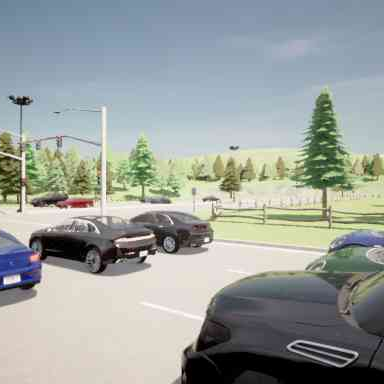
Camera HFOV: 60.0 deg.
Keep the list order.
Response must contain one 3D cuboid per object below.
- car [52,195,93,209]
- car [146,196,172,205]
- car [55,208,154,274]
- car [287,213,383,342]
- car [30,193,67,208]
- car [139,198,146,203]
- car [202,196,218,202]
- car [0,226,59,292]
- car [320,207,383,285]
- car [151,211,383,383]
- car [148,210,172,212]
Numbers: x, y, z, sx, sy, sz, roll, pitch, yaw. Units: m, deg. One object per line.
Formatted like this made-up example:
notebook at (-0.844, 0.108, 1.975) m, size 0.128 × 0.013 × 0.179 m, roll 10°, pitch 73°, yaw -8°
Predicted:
car at (-15.548, 1.478, 44.350) m, size 1.882 × 1.535 × 5.008 m, roll 0°, pitch 0°, yaw 35°
car at (-5.479, 1.564, 58.820) m, size 1.994 × 1.385 × 4.181 m, roll 0°, pitch 0°, yaw 35°
car at (-3.305, 1.492, 10.628) m, size 4.902 × 1.511 × 2.128 m, roll 0°, pitch 0°, yaw 36°
car at (4.126, 1.352, 5.348) m, size 4.553 × 1.767 × 2.097 m, roll 0°, pitch 0°, yaw 36°
car at (-20.819, 1.221, 49.027) m, size 2.150 × 2.045 × 5.566 m, roll 0°, pitch 0°, yaw 35°
car at (-8.260, 1.548, 66.989) m, size 2.033 × 1.411 × 5.357 m, roll 0°, pitch 0°, yaw 36°
car at (3.881, 1.503, 72.041) m, size 1.994 × 1.385 × 4.181 m, roll 0°, pitch 0°, yaw 36°
car at (-5.347, 1.526, 7.788) m, size 4.674 × 1.442 × 1.812 m, roll 0°, pitch 0°, yaw 36°
car at (5.874, 1.352, 8.400) m, size 4.553 × 1.767 × 2.097 m, roll 0°, pitch 0°, yaw 35°
car at (2.556, 1.221, 2.169) m, size 5.566 × 2.045 × 2.150 m, roll 0°, pitch 0°, yaw 36°
car at (-1.430, 1.505, 13.590) m, size 4.892 × 1.490 × 1.837 m, roll 0°, pitch 0°, yaw 36°
